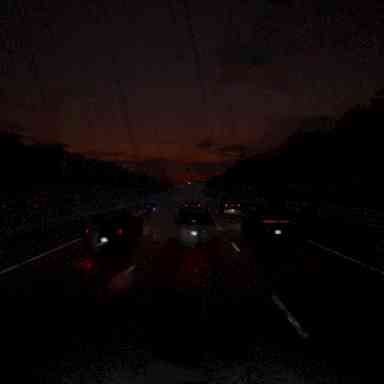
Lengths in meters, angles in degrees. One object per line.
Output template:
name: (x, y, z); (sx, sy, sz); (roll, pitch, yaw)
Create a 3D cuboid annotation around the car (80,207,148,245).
car: (-3.412, 1.559, 15.164); (1.895, 1.301, 4.718); (0, 0, 0)

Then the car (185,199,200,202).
car: (0.083, 1.409, 31.727); (2.128, 1.511, 4.902); (0, 0, 0)

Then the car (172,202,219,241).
car: (0.087, 1.460, 16.277); (1.837, 1.490, 4.892); (0, 0, 0)

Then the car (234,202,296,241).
car: (3.588, 1.447, 16.274); (2.128, 1.511, 4.902); (0, 0, 0)

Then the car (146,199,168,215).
car: (-3.416, 1.441, 32.748); (1.812, 1.442, 4.674); (0, 0, 0)

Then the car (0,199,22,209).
car: (-21.102, 1.463, 39.412); (1.994, 1.385, 4.181); (0, 0, 0)

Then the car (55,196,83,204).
car: (-14.105, 1.463, 39.433); (1.994, 1.385, 4.181); (0, 0, 0)

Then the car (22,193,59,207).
car: (-17.606, 1.119, 39.826); (2.150, 2.045, 5.566); (0, 0, 0)

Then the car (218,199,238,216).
car: (3.582, 1.409, 31.756); (2.128, 1.511, 4.902); (0, 0, 0)
